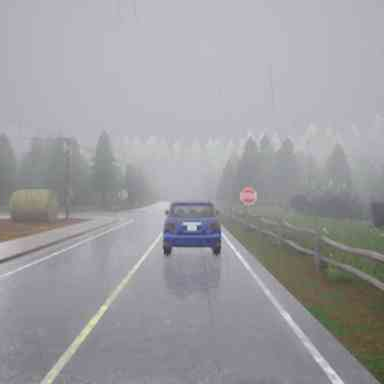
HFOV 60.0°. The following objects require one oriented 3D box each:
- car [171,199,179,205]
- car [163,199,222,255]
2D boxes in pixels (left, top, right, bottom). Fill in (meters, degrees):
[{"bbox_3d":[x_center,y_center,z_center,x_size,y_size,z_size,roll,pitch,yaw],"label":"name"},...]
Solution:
[{"bbox_3d":[-4.064,2.309,79.570,1.994,1.385,4.181,0,-1,-2],"label":"car"},{"bbox_3d":[0.004,1.350,14.025,2.150,2.045,5.566,0,0,0],"label":"car"}]
